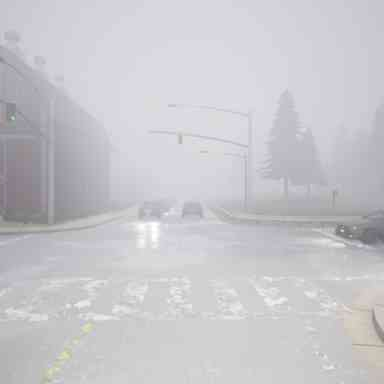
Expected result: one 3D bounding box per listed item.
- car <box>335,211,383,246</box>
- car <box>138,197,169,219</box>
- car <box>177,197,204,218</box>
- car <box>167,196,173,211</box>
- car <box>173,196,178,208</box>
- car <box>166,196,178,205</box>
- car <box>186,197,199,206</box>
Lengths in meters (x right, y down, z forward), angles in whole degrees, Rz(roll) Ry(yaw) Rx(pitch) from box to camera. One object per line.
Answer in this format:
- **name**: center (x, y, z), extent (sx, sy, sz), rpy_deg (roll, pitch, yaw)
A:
- **car**: center (8.670, 1.537, 14.775), extent (4.181, 1.385, 1.994), rpy_deg (0, 0, -1)
- **car**: center (-3.568, 1.491, 29.596), extent (2.128, 1.511, 4.902), rpy_deg (0, 0, 0)
- **car**: center (0.033, 1.492, 30.411), extent (2.128, 1.511, 4.902), rpy_deg (0, 0, 0)
- **car**: center (-3.555, 1.505, 39.067), extent (1.837, 1.490, 4.892), rpy_deg (0, 0, 0)
- **car**: center (-3.539, 1.525, 49.332), extent (1.812, 1.442, 4.674), rpy_deg (0, 0, 0)
- **car**: center (-3.486, 1.477, 59.820), extent (1.882, 1.535, 5.008), rpy_deg (0, 0, 0)
- **car**: center (0.062, 1.547, 55.877), extent (2.033, 1.411, 5.357), rpy_deg (0, 0, 0)
